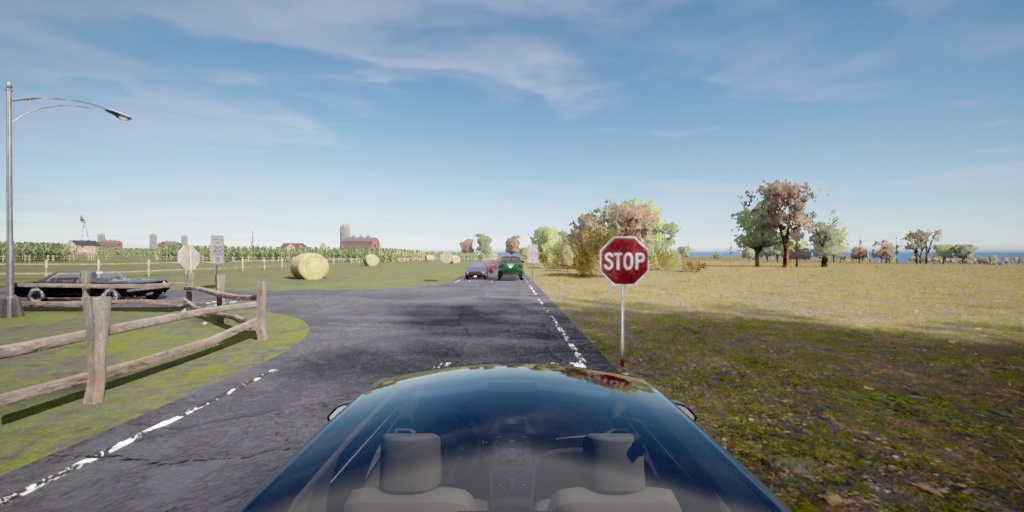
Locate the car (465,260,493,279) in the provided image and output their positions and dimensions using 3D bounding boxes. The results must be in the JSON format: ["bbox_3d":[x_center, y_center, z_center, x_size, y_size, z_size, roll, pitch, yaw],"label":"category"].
[{"bbox_3d":[-3.078,1.310,32.381,2.033,1.411,5.357,0,0,0],"label":"car"}]

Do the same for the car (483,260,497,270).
[{"bbox_3d":[-3.213,1.290,53.056,1.837,1.490,4.892,0,0,0],"label":"car"}]

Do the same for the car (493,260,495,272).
[{"bbox_3d":[-3.150,1.249,42.682,1.882,1.535,5.008,0,0,0],"label":"car"}]

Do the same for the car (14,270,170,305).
[{"bbox_3d":[-17.447,1.259,15.044,4.718,1.301,1.895,0,1,-1],"label":"car"}]

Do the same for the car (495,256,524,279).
[{"bbox_3d":[-0.131,0.983,32.375,2.150,2.045,5.566,0,0,0],"label":"car"}]
